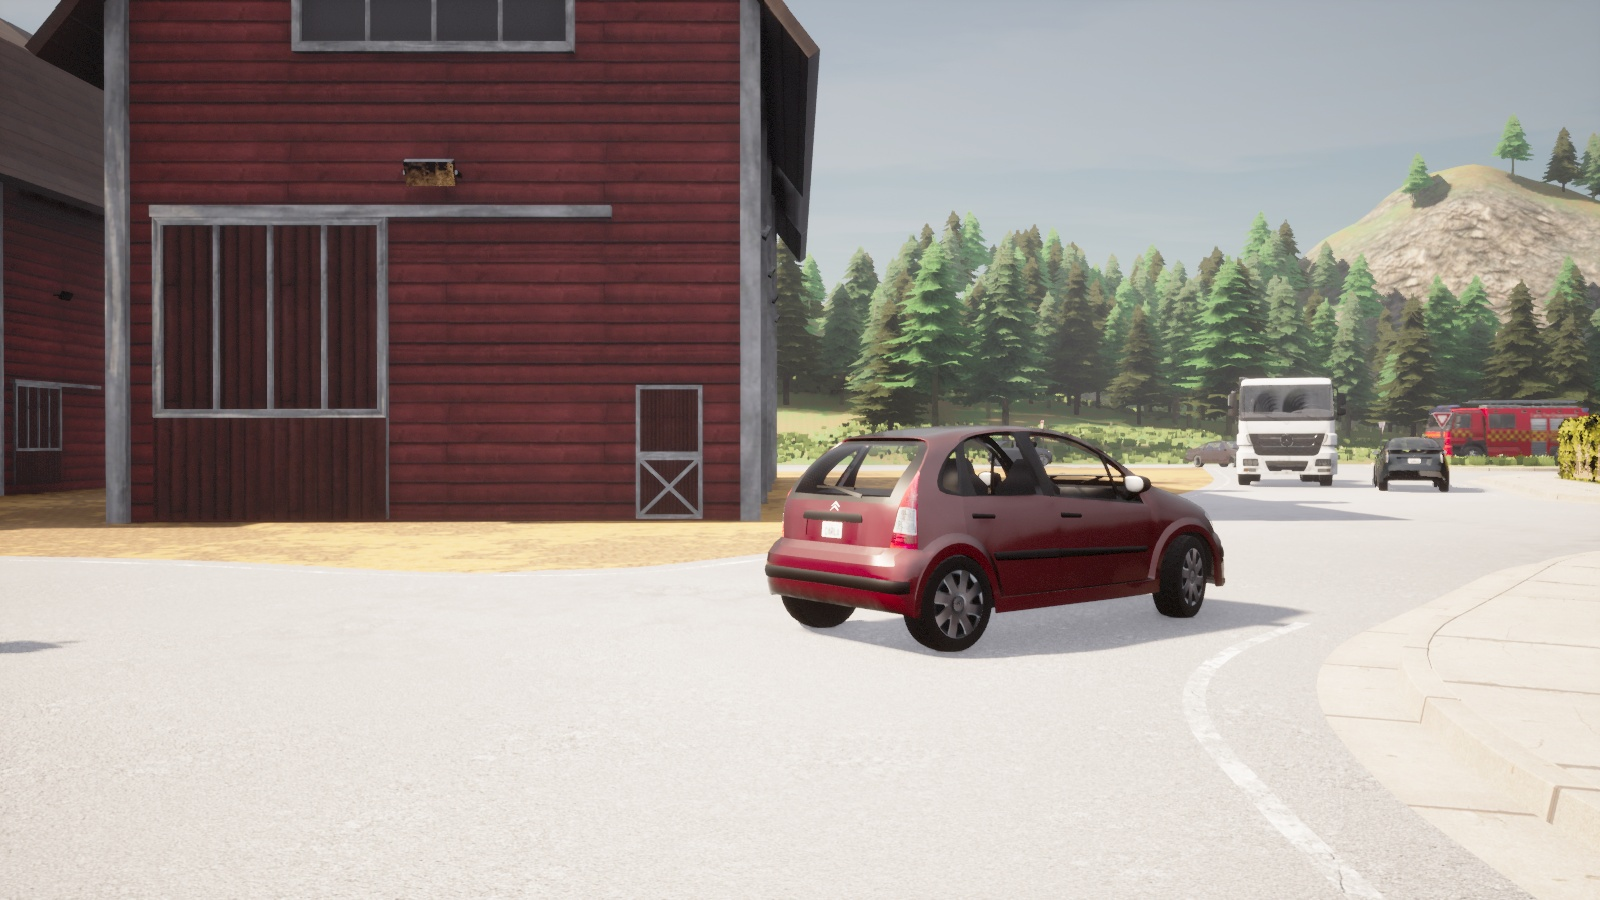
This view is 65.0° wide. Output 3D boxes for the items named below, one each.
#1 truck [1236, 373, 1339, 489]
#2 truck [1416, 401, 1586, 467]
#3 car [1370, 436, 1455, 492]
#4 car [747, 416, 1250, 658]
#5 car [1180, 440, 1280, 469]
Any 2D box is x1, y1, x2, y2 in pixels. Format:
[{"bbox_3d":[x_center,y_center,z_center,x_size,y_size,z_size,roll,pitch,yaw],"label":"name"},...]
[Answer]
[{"bbox_3d":[15.992,-0.605,41.613,2.891,3.462,7.936,0,0,19],"label":"truck"},{"bbox_3d":[41.623,-0.946,74.723,8.468,3.827,2.891,0,0,0],"label":"truck"},{"bbox_3d":[17.778,0.367,36.595,2.007,1.525,4.514,0,1,23],"label":"car"},{"bbox_3d":[1.731,0.563,10.347,3.988,1.617,1.851,-1,1,-37],"label":"car"},{"bbox_3d":[22.195,0.238,65.103,2.033,1.411,5.357,0,0,-19],"label":"car"}]
